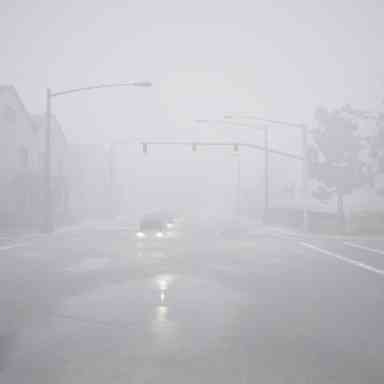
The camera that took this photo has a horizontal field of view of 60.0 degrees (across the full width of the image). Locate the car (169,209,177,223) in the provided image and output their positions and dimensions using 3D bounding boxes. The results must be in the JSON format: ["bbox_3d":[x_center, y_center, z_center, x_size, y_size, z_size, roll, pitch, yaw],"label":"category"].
[{"bbox_3d":[-3.301,2.730,39.356,2.097,1.767,4.553,0,-2,0],"label":"car"}]

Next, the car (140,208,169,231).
[{"bbox_3d":[-3.378,2.504,29.402,1.882,1.535,5.008,0,-2,1],"label":"car"}]
